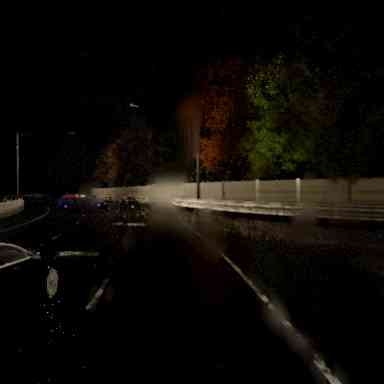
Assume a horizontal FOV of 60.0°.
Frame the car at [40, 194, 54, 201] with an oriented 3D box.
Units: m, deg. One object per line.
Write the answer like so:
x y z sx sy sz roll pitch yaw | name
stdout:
-32.209 1.179 73.174 2.033 1.411 5.357 0 0 -45 | car

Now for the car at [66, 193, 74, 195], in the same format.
-27.701 0.966 75.214 2.097 1.767 4.553 0 0 -29 | car

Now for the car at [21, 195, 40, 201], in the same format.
-34.829 1.255 70.852 1.895 1.301 4.718 0 0 -45 | car

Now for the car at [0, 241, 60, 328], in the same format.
-3.702 1.484 5.259 2.128 1.511 4.902 0 0 -2 | car

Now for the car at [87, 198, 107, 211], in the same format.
-11.207 1.444 39.220 1.994 1.385 4.181 0 0 -21 | car

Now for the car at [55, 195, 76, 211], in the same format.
-14.978 1.421 39.294 1.812 1.442 4.674 0 0 -22 | car

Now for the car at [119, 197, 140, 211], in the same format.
-7.426 1.368 39.145 1.837 1.490 4.892 0 0 -21 | car
